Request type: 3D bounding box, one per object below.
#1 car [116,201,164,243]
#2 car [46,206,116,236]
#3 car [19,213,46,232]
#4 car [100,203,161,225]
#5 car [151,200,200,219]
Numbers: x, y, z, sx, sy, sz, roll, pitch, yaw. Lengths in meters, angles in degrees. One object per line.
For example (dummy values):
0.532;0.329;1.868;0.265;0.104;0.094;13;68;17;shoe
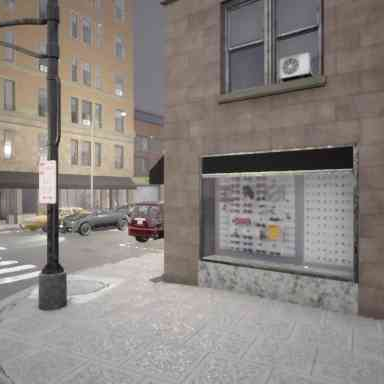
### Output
-0.732;1.306;15.346;2.192;1.841;5.009;0;0;35;car
-5.515;1.557;18.573;1.994;1.385;4.181;0;0;35;car
-7.815;1.520;20.096;1.752;1.417;4.829;0;0;35;car
-4.489;1.548;24.880;1.947;1.339;4.313;0;0;35;car
-1.359;1.496;29.383;1.752;1.417;4.829;0;0;35;car
